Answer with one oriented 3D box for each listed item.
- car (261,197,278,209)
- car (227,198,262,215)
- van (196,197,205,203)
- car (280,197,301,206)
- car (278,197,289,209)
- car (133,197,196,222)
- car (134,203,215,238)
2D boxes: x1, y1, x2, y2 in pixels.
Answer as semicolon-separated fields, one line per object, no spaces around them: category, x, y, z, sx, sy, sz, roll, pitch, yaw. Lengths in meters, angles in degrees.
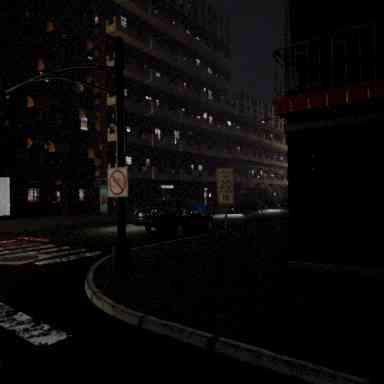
car;9.359;1.430;44.030;1.967;1.590;4.097;-1;-1;36
car;5.096;1.524;33.858;1.994;1.385;4.181;-1;-1;36
van;-0.392;1.365;30.457;1.690;1.788;3.998;-1;-1;36
car;15.761;1.495;52.939;1.752;1.417;4.829;-1;-1;36
car;12.426;1.424;43.992;2.128;1.511;4.902;-1;-1;36
car;-2.097;1.337;23.860;2.097;1.767;4.553;-1;-1;36
car;-0.488;1.435;16.812;2.008;1.369;4.403;-1;-1;36
